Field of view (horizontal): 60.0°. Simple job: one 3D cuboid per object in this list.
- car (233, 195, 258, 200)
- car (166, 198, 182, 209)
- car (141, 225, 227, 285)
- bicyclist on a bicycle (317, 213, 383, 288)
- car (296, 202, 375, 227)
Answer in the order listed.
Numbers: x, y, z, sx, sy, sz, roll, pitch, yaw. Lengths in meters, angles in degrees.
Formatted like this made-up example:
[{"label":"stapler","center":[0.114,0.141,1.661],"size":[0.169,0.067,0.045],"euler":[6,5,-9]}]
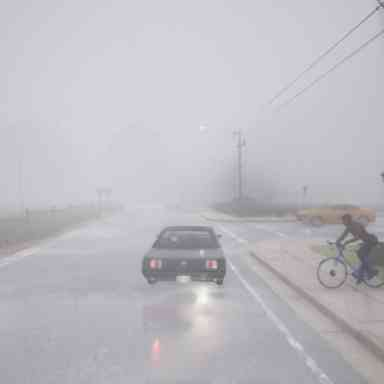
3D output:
[{"label":"car","center":[9.971,1.379,61.732],"size":[5.008,1.535,1.882],"euler":[1,0,-13]},{"label":"car","center":[-2.489,1.497,44.372],"size":[1.812,1.442,4.674],"euler":[0,0,-2]},{"label":"car","center":[-0.089,1.594,9.430],"size":[1.895,1.301,4.718],"euler":[0,0,2]},{"label":"bicyclist on a bicycle","center":[3.515,1.292,7.234],"size":[1.656,1.620,0.582],"euler":[0,0,-4]},{"label":"car","center":[9.422,1.453,21.980],"size":[5.008,1.535,1.882],"euler":[0,0,-4]}]
